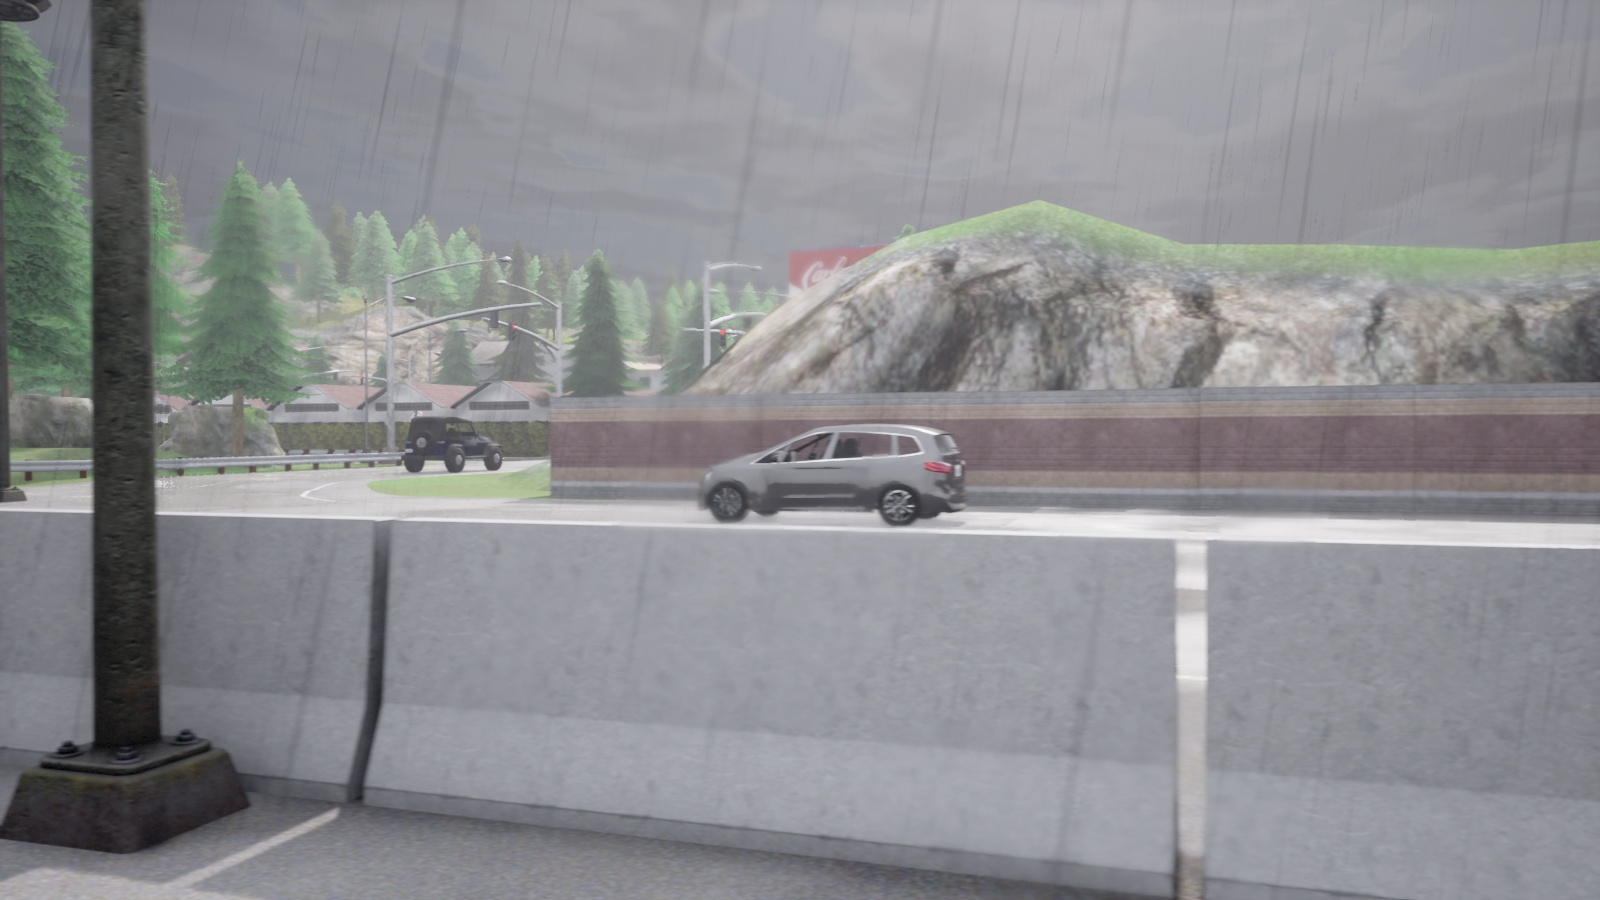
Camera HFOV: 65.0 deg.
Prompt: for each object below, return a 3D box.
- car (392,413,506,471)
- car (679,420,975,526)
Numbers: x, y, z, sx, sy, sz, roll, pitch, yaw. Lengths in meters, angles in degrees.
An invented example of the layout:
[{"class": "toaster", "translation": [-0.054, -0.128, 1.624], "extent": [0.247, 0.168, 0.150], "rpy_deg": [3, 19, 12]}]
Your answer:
[{"class": "car", "translation": [-11.838, -0.301, 42.635], "extent": [1.905, 1.878, 3.866], "rpy_deg": [1, 1, 18]}, {"class": "car", "translation": [0.498, 0.329, 21.489], "extent": [4.611, 1.667, 2.242], "rpy_deg": [1, 1, 18]}]
